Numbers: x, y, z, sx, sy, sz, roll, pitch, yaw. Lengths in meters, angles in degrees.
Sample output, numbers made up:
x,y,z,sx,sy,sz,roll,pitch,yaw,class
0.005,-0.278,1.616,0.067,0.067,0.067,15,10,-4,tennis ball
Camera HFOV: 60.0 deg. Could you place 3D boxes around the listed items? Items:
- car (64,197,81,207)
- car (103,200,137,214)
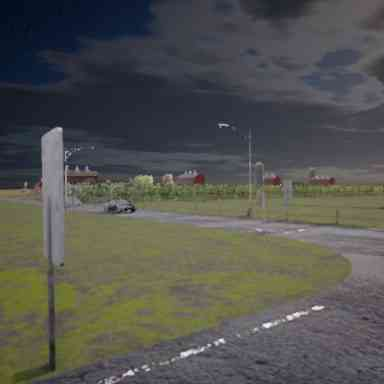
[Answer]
x,y,z,sx,sy,sz,roll,pitch,yaw,class
-18.371,1.524,50.670,2.128,1.511,4.902,-1,1,-35,car
-7.805,1.520,35.665,2.033,1.411,5.357,-1,1,-35,car
